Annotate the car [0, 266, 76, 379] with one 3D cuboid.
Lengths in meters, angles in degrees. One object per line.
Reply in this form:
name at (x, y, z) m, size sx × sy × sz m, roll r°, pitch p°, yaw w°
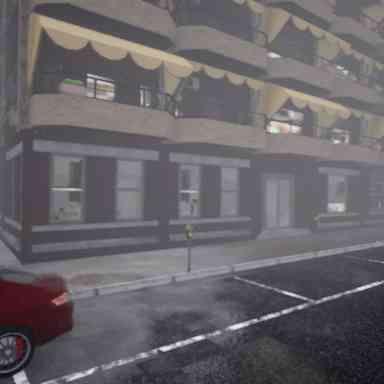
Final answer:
car at (-3.608, 1.575, 3.983) m, size 4.206 × 1.307 × 1.802 m, roll 1°, pitch 0°, yaw -35°
